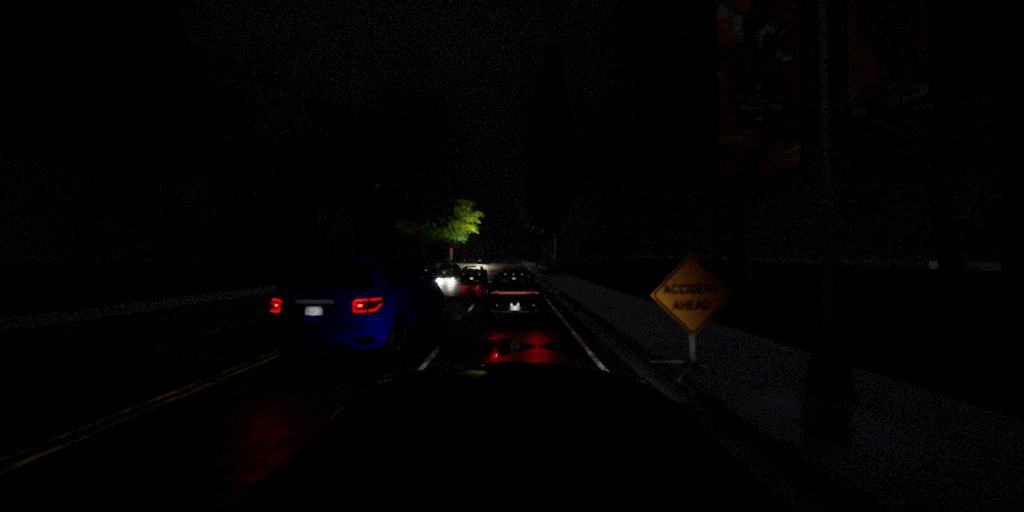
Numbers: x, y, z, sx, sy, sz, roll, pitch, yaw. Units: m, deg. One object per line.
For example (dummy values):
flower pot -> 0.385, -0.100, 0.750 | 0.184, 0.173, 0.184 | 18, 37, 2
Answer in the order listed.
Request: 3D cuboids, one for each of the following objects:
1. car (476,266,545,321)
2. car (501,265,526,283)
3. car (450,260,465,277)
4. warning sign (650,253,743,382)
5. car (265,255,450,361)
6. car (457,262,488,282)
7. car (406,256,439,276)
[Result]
car -> 0.097, 1.290, 12.759 | 2.128, 1.511, 4.902 | 0, 0, 0
car -> 0.133, 1.449, 29.948 | 1.895, 1.301, 4.718 | 0, 0, 0
car -> -6.544, 1.346, 37.056 | 2.128, 1.511, 4.902 | 0, 0, 0
warning sign -> 2.854, 0.884, 5.659 | 1.300, 1.860, 1.060 | 0, 0, 0
car -> -3.179, 1.002, 8.532 | 2.150, 2.045, 5.566 | 0, 0, 1
car -> -3.116, 1.449, 30.002 | 1.895, 1.301, 4.718 | 0, 0, 0
car -> -9.785, 1.076, 39.699 | 2.150, 2.045, 5.566 | 0, 0, 0
